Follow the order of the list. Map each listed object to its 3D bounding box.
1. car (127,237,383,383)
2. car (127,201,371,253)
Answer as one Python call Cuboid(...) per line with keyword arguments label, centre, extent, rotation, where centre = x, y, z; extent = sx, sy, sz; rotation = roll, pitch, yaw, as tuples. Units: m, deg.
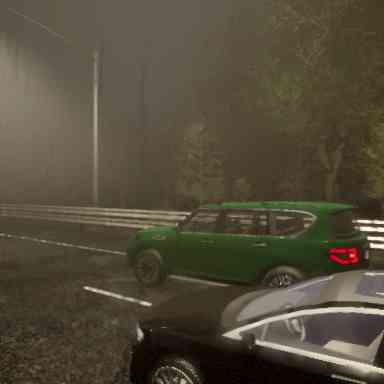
Cuboid(label="car", centre=(1.570, 1.492, 2.881), extent=(4.902, 1.511, 2.128), rotation=(0, 0, 35))
Cuboid(label="car", centre=(1.001, 1.222, 7.589), extent=(5.566, 2.045, 2.150), rotation=(0, 0, 36))
